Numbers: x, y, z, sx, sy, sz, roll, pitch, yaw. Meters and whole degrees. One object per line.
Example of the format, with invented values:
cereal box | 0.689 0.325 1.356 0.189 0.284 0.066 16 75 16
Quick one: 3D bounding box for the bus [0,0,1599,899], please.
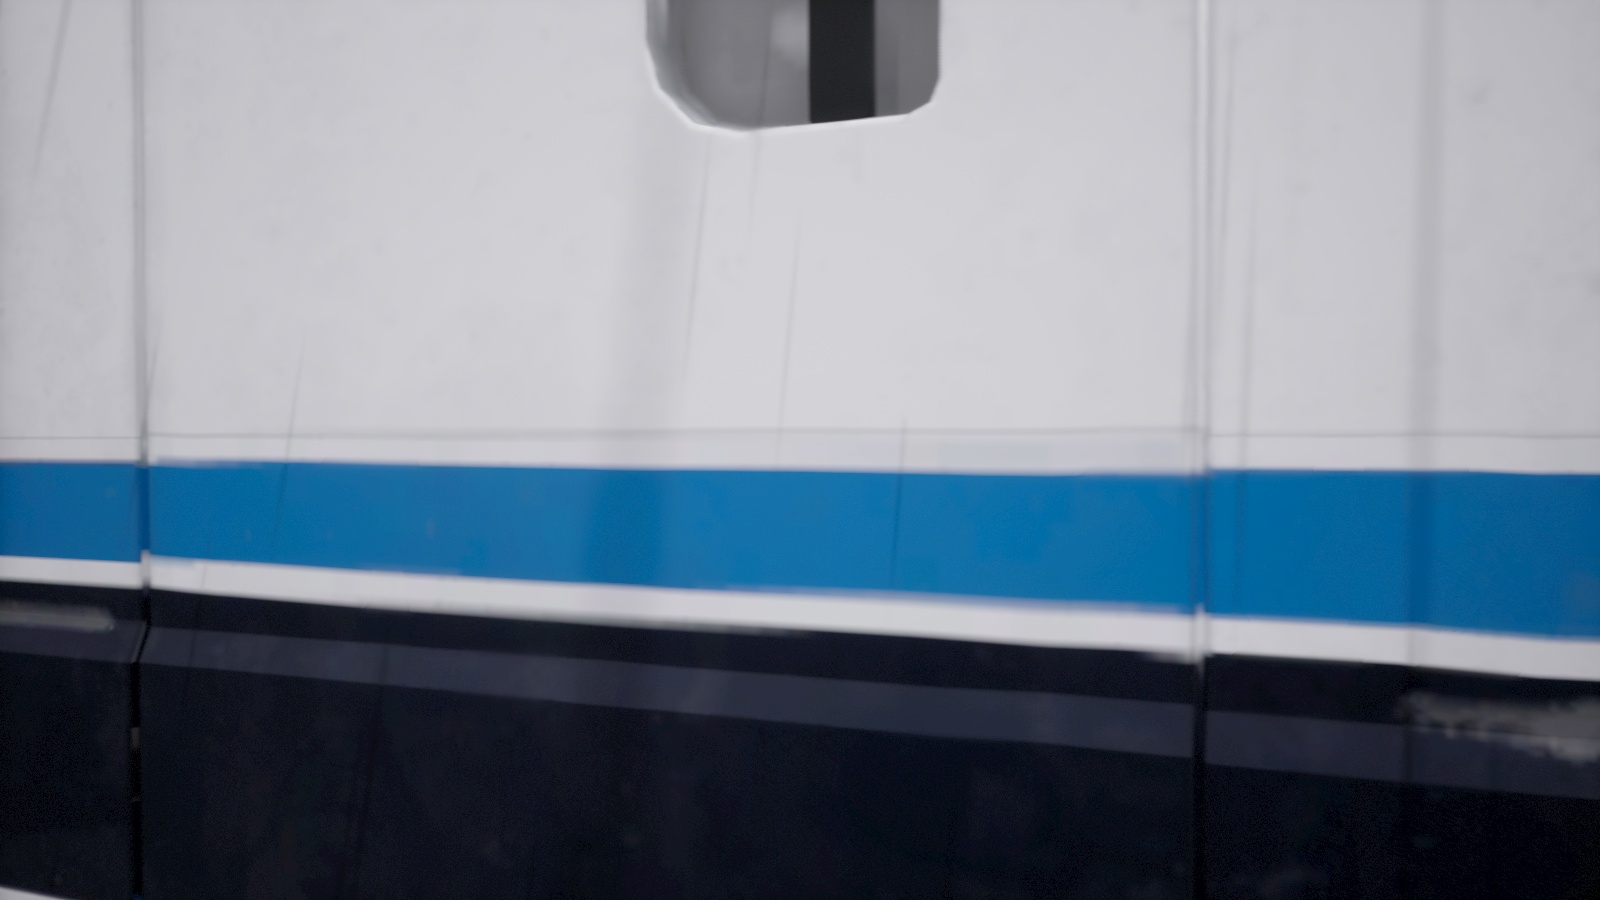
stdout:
bus | -0.990 -0.606 3.446 10.273 4.253 3.944 1 1 23
